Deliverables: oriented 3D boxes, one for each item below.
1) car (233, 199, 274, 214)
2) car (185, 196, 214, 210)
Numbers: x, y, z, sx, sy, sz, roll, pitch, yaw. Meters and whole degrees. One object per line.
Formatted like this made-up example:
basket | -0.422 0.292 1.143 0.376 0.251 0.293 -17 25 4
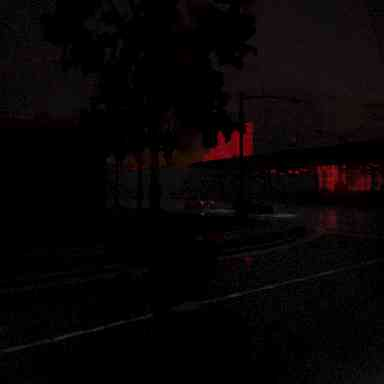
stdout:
car | 6.426 1.478 35.385 1.882 1.535 5.008 0 0 -34
car | 0.958 1.352 43.580 2.097 1.767 4.553 0 0 -33
